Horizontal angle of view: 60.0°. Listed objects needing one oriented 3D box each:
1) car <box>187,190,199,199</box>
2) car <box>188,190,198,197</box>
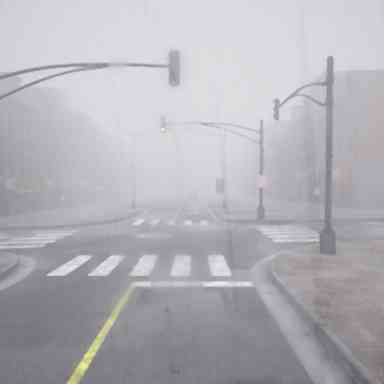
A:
[{"bbox_3d":[0.229,0.523,58.535,1.837,1.490,4.892,0,1,0],"label":"car"},{"bbox_3d":[0.270,0.247,68.953,2.033,1.411,5.357,0,1,0],"label":"car"}]
